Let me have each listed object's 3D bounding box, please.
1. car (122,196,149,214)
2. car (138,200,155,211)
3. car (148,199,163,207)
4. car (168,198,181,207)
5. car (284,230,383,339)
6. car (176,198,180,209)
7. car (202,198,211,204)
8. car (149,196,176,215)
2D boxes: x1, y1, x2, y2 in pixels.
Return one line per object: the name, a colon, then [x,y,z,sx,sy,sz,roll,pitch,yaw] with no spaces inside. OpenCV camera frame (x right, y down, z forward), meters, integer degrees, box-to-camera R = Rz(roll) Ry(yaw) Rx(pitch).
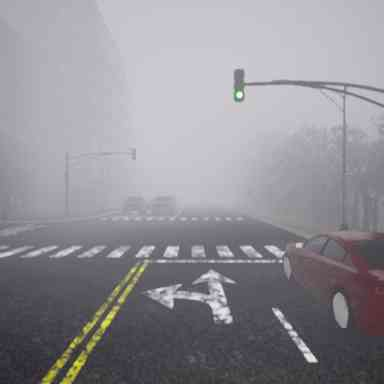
car: [-6.583,1.482,38.709,2.150,2.045,5.566,0,0,0]
car: [-6.578,1.930,48.431,1.895,1.301,4.718,0,0,0]
car: [-6.549,1.964,60.440,2.033,1.411,5.357,0,0,0]
car: [-3.276,1.930,63.477,2.128,1.511,4.902,0,0,0]
car: [3.352,1.523,6.830,1.882,1.535,5.008,0,0,0]
car: [-3.327,1.554,48.932,2.150,2.045,5.566,0,0,0]
car: [3.282,2.071,78.138,1.812,1.442,4.674,0,0,0]
car: [-3.335,1.481,38.577,2.150,2.045,5.566,0,0,0]
